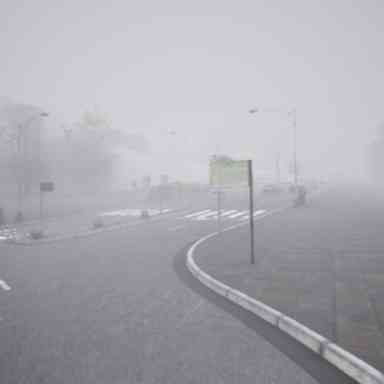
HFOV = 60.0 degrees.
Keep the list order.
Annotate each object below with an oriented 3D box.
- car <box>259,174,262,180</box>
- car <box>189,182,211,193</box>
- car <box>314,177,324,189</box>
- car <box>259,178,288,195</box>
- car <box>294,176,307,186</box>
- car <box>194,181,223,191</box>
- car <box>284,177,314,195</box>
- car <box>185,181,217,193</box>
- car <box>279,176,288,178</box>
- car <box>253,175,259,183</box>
[{"bbox_3d":[13.684,-2.958,81.265,5.008,1.535,2.097,-3,3,3],"label":"car"},{"bbox_3d":[0.179,-0.572,51.790,4.792,1.488,2.163,-3,3,8],"label":"car"},{"bbox_3d":[17.554,-1.305,48.665,2.128,1.511,4.902,-1,4,26],"label":"car"},{"bbox_3d":[10.112,-0.482,40.882,2.128,1.511,4.902,-1,4,29],"label":"car"},{"bbox_3d":[19.418,-1.965,59.386,1.812,1.442,4.674,-1,4,24],"label":"car"},{"bbox_3d":[2.877,-1.009,57.048,4.674,1.452,2.002,-3,3,7],"label":"car"},{"bbox_3d":[12.890,-0.575,39.709,1.882,1.535,5.008,-1,4,29],"label":"car"},{"bbox_3d":[1.561,-0.827,54.404,4.892,1.521,2.231,-3,3,8],"label":"car"},{"bbox_3d":[14.901,-1.266,50.066,1.882,1.535,5.008,-1,4,26],"label":"car"},{"bbox_3d":[12.555,-2.755,78.534,5.008,1.535,2.097,-3,3,3],"label":"car"}]
